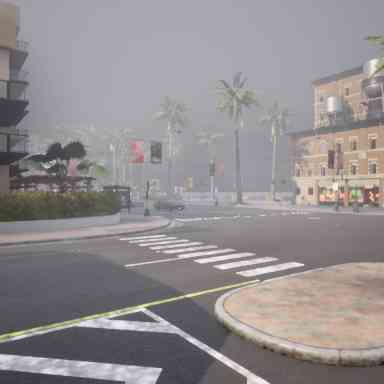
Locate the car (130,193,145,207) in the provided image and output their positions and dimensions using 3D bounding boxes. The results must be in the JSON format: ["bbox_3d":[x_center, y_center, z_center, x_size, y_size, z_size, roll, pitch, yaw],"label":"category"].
[{"bbox_3d":[-8.818,1.352,49.650,2.097,1.767,4.553,0,0,-35],"label":"car"}]

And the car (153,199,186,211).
[{"bbox_3d":[-2.949,1.547,41.273,2.033,1.411,5.357,0,0,-35],"label":"car"}]

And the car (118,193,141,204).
[{"bbox_3d":[-12.673,1.221,67.347,2.150,2.045,5.566,0,0,-38],"label":"car"}]
